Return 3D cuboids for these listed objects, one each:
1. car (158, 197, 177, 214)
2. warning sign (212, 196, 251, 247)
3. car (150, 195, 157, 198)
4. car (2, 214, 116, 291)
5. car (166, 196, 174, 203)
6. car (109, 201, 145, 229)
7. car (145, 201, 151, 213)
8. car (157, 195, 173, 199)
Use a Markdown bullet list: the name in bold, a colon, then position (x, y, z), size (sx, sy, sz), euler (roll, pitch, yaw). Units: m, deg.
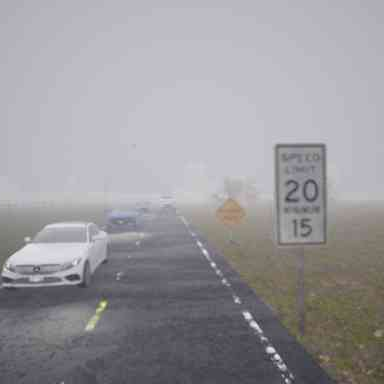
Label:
- **car**: position (-2.703, 1.640, 36.877), size (1.812, 1.442, 4.674), euler (-1, 0, -4)
- **warning sign**: position (1.517, 1.113, 13.036), size (1.300, 1.860, 1.060), euler (-1, 0, -4)
- **car**: position (-8.840, 1.552, 78.557), size (1.812, 1.442, 4.674), euler (-1, 0, -4)
- **car**: position (-3.520, 1.600, 9.473), size (1.812, 1.442, 4.674), euler (-1, 0, -4)
- **car**: position (-5.452, 1.840, 82.899), size (1.801, 1.575, 5.366), euler (-1, 0, -4)
- **car**: position (-4.561, 1.594, 22.901), size (1.882, 1.535, 5.008), euler (-1, 0, -4)
- **car**: position (-5.722, 1.723, 38.876), size (2.033, 1.411, 5.357), euler (-1, 0, -4)
- **car**: position (-3.530, 1.380, 47.269), size (2.150, 2.045, 5.566), euler (-1, 0, -4)
